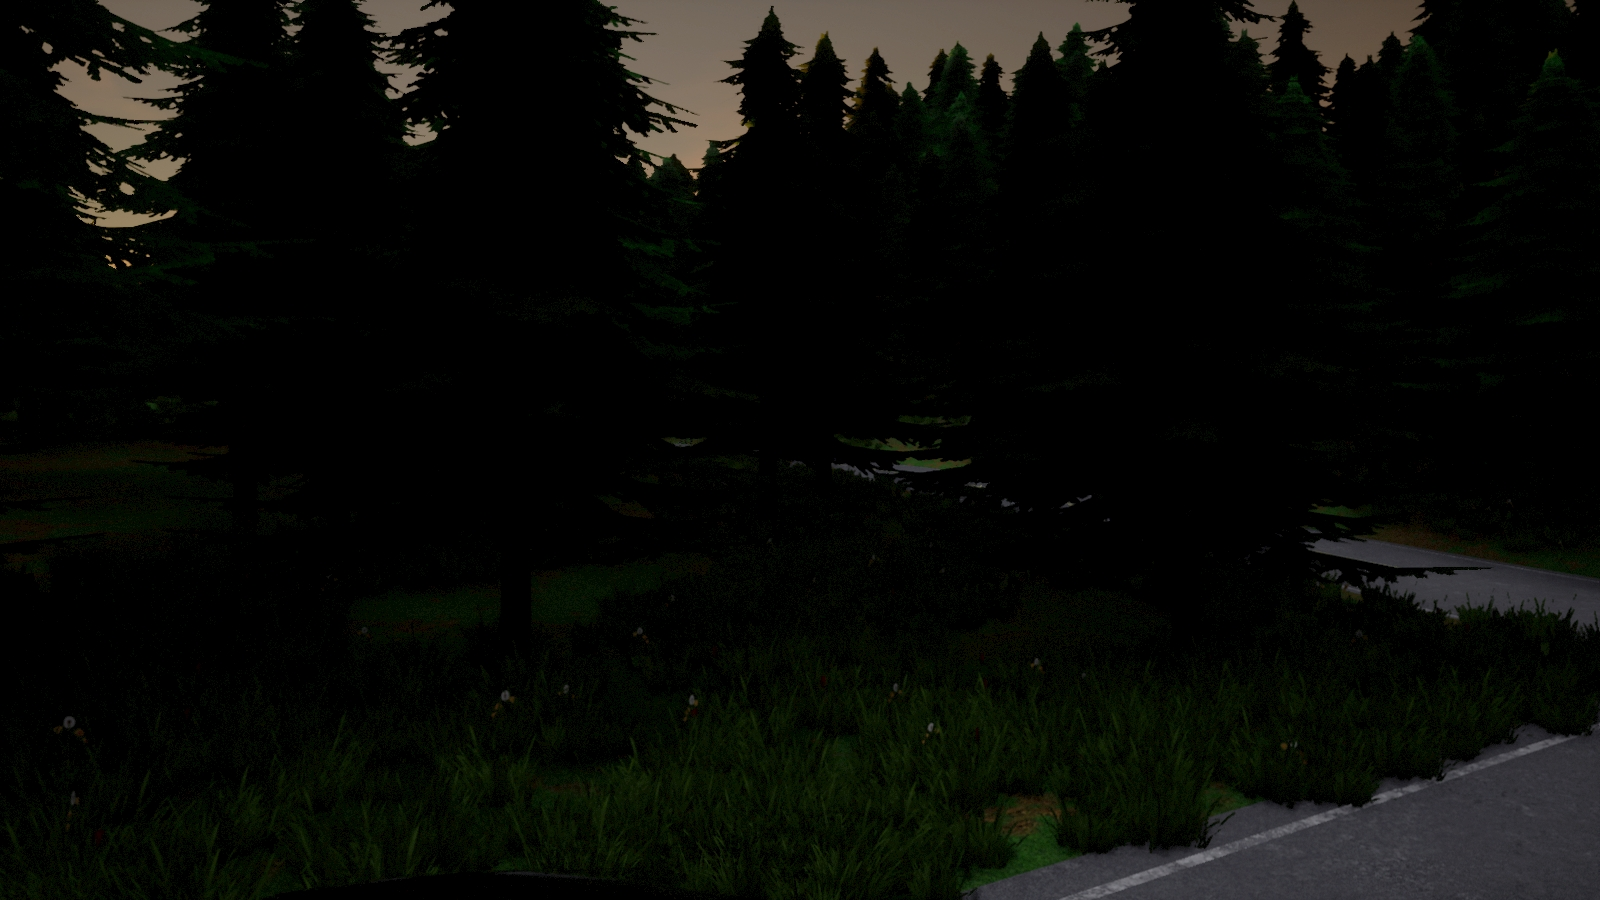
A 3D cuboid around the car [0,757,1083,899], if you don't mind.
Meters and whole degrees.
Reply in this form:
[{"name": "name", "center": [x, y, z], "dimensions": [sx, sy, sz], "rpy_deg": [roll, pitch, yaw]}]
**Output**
[{"name": "car", "center": [-1.603, 2.063, 2.641], "dimensions": [4.792, 1.488, 2.163], "rpy_deg": [0, 0, -35]}]
